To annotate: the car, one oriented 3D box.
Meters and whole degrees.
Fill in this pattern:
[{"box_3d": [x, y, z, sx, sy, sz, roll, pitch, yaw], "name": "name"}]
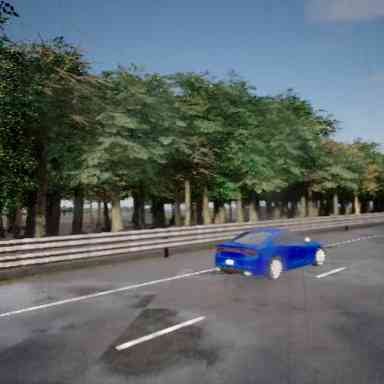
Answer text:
[{"box_3d": [2.930, 2.028, 11.841, 5.008, 1.535, 1.882, 1, -4, -44], "name": "car"}]
